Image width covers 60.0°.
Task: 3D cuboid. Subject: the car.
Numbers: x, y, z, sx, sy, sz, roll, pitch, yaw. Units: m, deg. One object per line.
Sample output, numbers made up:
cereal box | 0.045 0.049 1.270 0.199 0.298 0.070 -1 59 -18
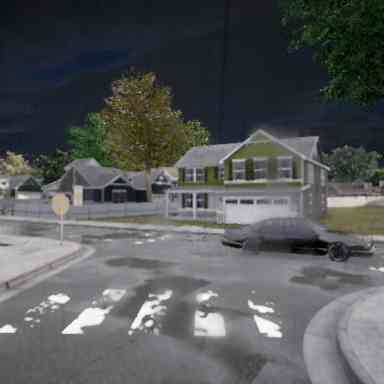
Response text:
car | 3.756 1.663 12.381 5.357 1.411 2.033 -2 -2 31
